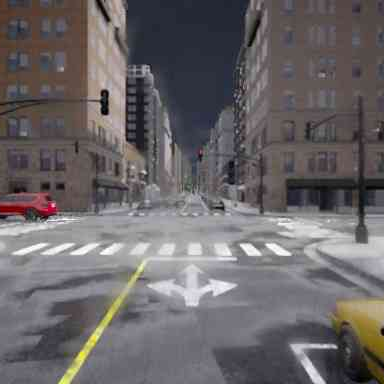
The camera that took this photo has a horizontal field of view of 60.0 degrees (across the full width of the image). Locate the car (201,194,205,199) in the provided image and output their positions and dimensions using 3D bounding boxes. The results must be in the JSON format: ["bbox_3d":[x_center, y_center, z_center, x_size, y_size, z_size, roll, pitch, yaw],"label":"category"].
[{"bbox_3d":[3.349,1.523,67.732,1.947,1.339,4.313,1,0,1],"label":"car"}]

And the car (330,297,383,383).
[{"bbox_3d":[2.676,1.524,2.587,1.752,1.417,4.829,1,0,0],"label":"car"}]

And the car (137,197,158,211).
[{"bbox_3d":[-5.532,1.562,40.186,1.802,1.307,4.206,1,0,1],"label":"car"}]

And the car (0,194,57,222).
[{"bbox_3d":[-13.151,1.137,25.166,5.566,2.045,2.150,0,-1,2],"label":"car"}]

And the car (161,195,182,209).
[{"bbox_3d":[-2.695,1.480,45.376,1.837,1.490,4.892,0,0,1],"label":"car"}]

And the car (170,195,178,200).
[{"bbox_3d":[-4.892,1.505,89.946,1.947,1.339,4.313,1,0,1],"label":"car"}]

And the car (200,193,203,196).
[{"bbox_3d":[3.491,1.499,78.792,2.008,1.369,4.403,1,0,1],"label":"car"}]

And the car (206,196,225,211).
[{"bbox_3d":[2.993,1.544,40.080,1.947,1.339,4.313,1,0,1],"label":"car"}]

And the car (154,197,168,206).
[{"bbox_3d":[-5.318,1.513,56.772,1.887,1.381,4.507,1,0,1],"label":"car"}]

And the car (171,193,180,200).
[{"bbox_3d":[-4.818,1.249,95.474,2.192,1.841,5.009,1,0,1],"label":"car"}]

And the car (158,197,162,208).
[{"bbox_3d":[-5.461,1.542,45.715,1.947,1.339,4.313,1,0,1],"label":"car"}]

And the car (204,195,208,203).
[{"bbox_3d":[3.065,1.519,45.611,1.887,1.381,4.507,1,0,1],"label":"car"}]

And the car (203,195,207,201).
[{"bbox_3d":[3.135,1.521,51.141,2.008,1.369,4.403,1,0,1],"label":"car"}]

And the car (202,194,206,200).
[{"bbox_3d":[3.207,1.511,56.671,1.887,1.381,4.507,1,0,1],"label":"car"}]

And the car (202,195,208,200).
[{"bbox_3d":[3.704,1.514,95.383,1.802,1.307,4.206,1,0,1],"label":"car"}]

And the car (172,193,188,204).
[{"bbox_3d":[-2.365,1.454,64.856,2.128,1.511,4.902,0,0,1],"label":"car"}]

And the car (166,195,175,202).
[{"bbox_3d":[-5.034,1.515,78.888,1.947,1.339,4.313,1,0,1],"label":"car"}]

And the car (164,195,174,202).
[{"bbox_3d":[-5.107,1.480,73.189,1.752,1.417,4.829,1,0,1],"label":"car"}]

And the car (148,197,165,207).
[{"bbox_3d":[-5.389,1.523,51.244,2.008,1.369,4.403,1,0,1],"label":"car"}]
